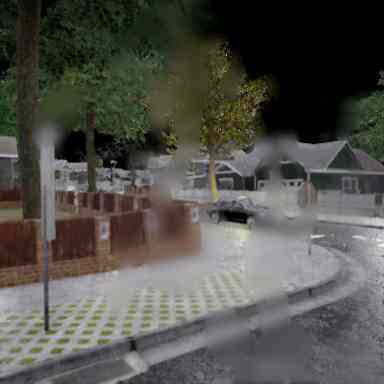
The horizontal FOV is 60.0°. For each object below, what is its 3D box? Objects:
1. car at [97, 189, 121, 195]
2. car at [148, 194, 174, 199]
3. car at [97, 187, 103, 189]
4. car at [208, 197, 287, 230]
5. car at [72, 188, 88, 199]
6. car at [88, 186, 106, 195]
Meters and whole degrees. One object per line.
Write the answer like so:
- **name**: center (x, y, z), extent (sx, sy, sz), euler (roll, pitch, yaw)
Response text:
- **car**: center (-8.213, 0.685, 34.378), extent (1.812, 1.442, 4.674), euler (-1, 2, -33)
- **car**: center (-2.318, 0.910, 25.439), extent (1.812, 1.442, 4.674), euler (-1, 2, -34)
- **car**: center (-15.816, 0.116, 52.423), extent (1.837, 1.490, 4.892), euler (-1, 2, -25)
- **car**: center (2.789, 1.054, 17.683), extent (2.128, 1.511, 4.902), euler (-1, 2, -33)
- **car**: center (-15.929, 0.370, 46.219), extent (1.994, 1.385, 4.181), euler (-1, 2, -32)
- **car**: center (-17.779, -0.279, 62.514), extent (2.128, 1.511, 4.902), euler (-1, 2, -1)
